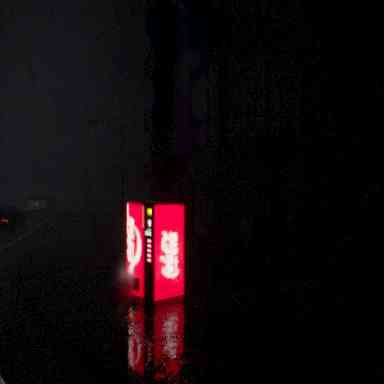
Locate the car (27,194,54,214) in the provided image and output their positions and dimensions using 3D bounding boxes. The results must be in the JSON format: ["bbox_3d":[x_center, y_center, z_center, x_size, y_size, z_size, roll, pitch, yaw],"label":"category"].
[{"bbox_3d":[-15.829,1.224,34.755,2.150,2.045,5.566,0,0,-17],"label":"car"}]

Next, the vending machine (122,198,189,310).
[{"bbox_3d":[-0.775,1.195,7.002,1.100,2.100,0.880,0,0,-38],"label":"vending machine"}]

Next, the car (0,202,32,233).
[{"bbox_3d":[-11.081,1.547,19.514,2.033,1.411,5.357,0,0,-18],"label":"car"}]
